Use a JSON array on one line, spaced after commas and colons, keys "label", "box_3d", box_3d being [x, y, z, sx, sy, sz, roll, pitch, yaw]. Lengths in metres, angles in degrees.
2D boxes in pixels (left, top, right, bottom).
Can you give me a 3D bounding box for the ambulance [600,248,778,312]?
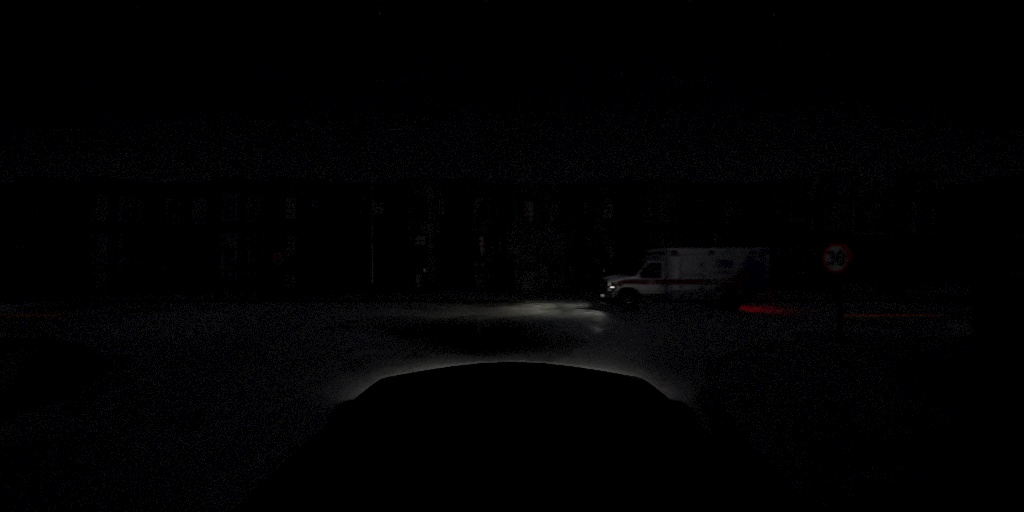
[{"label": "ambulance", "box_3d": [6.881, 0.911, 14.591, 6.366, 2.431, 2.351, 0, -1, 0]}]
